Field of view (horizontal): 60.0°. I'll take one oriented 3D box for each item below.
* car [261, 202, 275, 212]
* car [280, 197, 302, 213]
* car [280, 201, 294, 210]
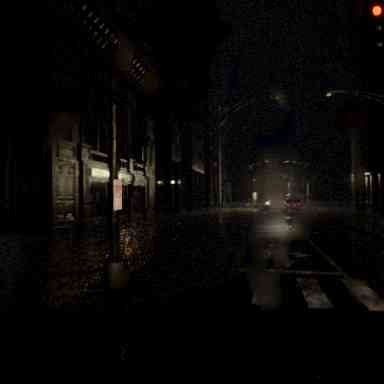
[{"bbox_3d":[11.274,2.155,49.254,2.033,1.411,5.357,-1,-1,12],"label":"car"},{"bbox_3d":[13.231,1.727,43.890,2.150,2.045,5.566,-1,-1,12],"label":"car"},{"bbox_3d":[15.427,2.235,54.365,1.895,1.301,4.718,-1,-1,12],"label":"car"}]
